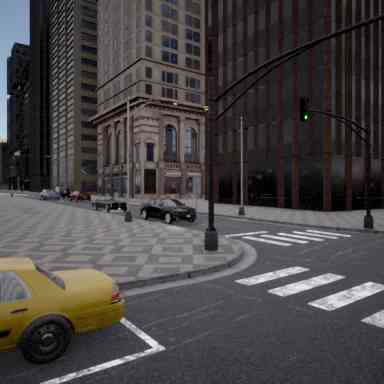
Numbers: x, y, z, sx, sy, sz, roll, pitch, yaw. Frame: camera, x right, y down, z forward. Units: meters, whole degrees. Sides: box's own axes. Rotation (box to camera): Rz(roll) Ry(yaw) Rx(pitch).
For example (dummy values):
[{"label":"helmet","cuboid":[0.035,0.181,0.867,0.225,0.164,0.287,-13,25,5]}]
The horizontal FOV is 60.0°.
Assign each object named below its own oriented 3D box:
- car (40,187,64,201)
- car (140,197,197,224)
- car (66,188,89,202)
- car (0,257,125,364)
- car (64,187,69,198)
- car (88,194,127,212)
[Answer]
[{"label":"car","cuboid":[-20.869,0.376,48.979,2.097,1.767,4.553,0,1,-35]},{"label":"car","cuboid":[-1.661,1.128,21.996,1.882,1.535,5.008,0,1,-36]},{"label":"car","cuboid":[-16.019,0.575,47.460,1.882,1.535,5.008,0,1,-35]},{"label":"car","cuboid":[-3.317,1.525,4.283,4.829,1.417,1.752,0,0,-35]},{"label":"car","cuboid":[-21.984,0.133,55.718,2.150,2.045,5.566,0,1,-36]},{"label":"car","cuboid":[-7.451,1.059,30.084,1.895,1.301,4.718,0,1,-36]}]
